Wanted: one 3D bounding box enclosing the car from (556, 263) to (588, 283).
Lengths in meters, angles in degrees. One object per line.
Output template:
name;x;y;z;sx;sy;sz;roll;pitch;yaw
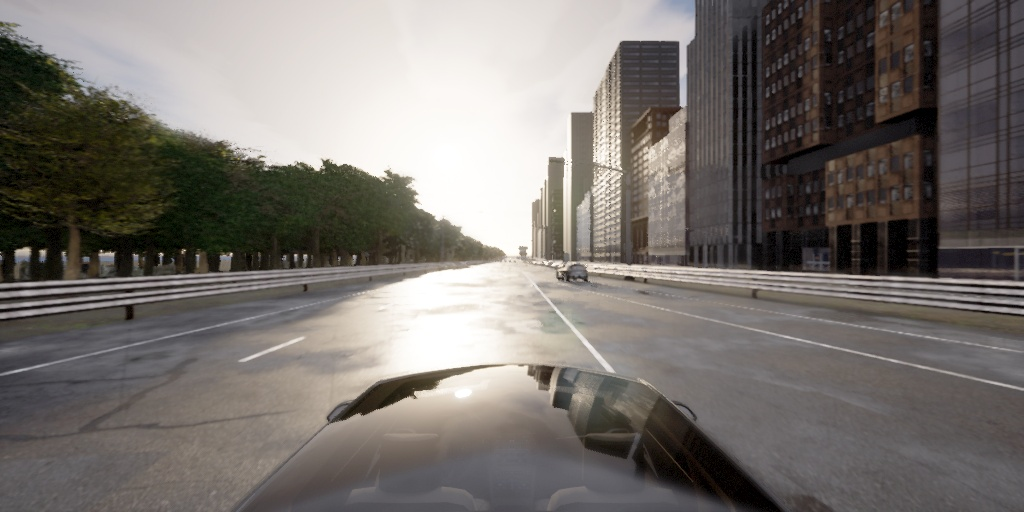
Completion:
car;5.249;1.439;31.758;2.033;1.649;4.856;0;0;-7
